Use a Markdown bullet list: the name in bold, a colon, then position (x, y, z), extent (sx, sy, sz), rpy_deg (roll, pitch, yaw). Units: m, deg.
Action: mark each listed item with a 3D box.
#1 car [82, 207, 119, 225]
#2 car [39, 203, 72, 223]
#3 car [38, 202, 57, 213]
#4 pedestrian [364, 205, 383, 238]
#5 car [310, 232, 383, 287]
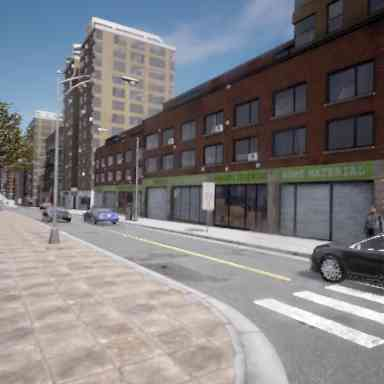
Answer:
- **car**: position (-7.891, 1.982, 28.390), extent (2.033, 1.411, 5.357), rpy_deg (2, -2, -32)
- **car**: position (-12.143, 1.963, 29.619), extent (2.033, 1.411, 5.357), rpy_deg (2, -2, -32)
- **car**: position (-22.279, 2.398, 51.257), extent (1.882, 1.535, 5.008), rpy_deg (2, -2, -32)
- **pedestrian**: position (6.207, 1.354, 11.458), extent (0.375, 1.860, 0.375), rpy_deg (1, -1, -32)
- **car**: position (5.099, 1.619, 7.735), extent (1.837, 1.490, 4.892), rpy_deg (2, -1, -32)
